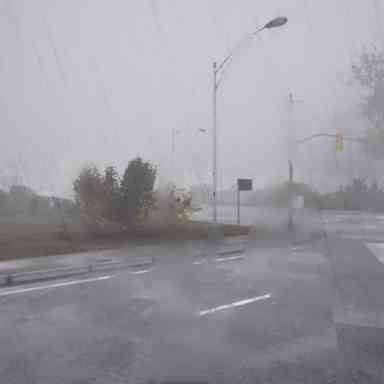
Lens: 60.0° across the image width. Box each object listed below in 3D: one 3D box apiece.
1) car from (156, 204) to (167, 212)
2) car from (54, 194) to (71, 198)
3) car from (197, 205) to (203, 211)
[{"bbox_3d":[-3.046,1.491,35.775,1.812,1.442,4.674,0,0,-39],"label":"car"},{"bbox_3d":[-34.100,1.306,87.345,2.097,1.767,4.553,0,0,-35],"label":"car"},{"bbox_3d":[-0.713,1.462,38.462,1.837,1.490,4.892,0,0,-39],"label":"car"}]
